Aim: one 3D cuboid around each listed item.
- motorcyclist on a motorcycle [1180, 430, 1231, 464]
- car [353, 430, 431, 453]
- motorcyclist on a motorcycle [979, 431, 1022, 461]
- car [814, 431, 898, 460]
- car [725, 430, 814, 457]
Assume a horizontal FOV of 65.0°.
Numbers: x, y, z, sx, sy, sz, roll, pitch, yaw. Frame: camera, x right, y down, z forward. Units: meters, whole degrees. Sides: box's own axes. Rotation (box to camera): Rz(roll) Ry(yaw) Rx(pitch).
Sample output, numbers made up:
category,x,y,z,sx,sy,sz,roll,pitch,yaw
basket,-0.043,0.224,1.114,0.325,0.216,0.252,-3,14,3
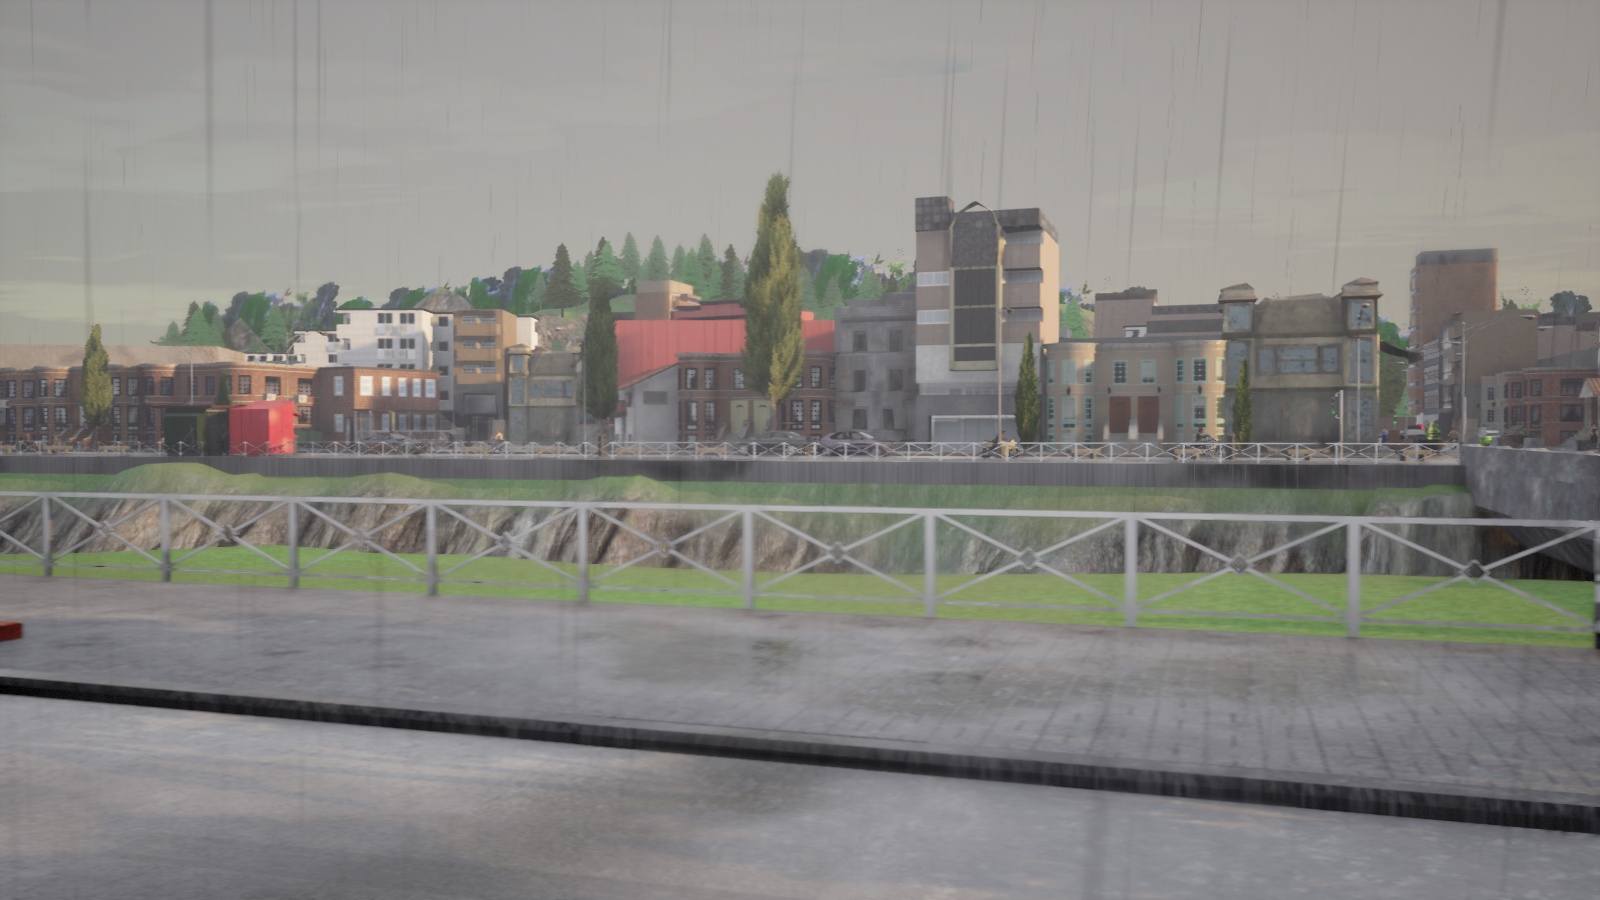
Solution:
category,x,y,z,sx,sy,sz,roll,pitch,yaw
motorcyclist on a motorcycle,20.033,-0.145,62.096,2.350,1.649,0.766,1,1,19
car,-25.098,-0.532,77.265,4.181,1.385,1.994,1,1,18
motorcyclist on a motorcycle,10.427,-0.221,65.326,2.044,1.523,0.797,1,1,19
car,3.022,-0.270,67.815,4.193,1.474,1.816,1,1,19
car,-1.767,-0.402,73.642,4.892,1.490,1.837,1,1,19
